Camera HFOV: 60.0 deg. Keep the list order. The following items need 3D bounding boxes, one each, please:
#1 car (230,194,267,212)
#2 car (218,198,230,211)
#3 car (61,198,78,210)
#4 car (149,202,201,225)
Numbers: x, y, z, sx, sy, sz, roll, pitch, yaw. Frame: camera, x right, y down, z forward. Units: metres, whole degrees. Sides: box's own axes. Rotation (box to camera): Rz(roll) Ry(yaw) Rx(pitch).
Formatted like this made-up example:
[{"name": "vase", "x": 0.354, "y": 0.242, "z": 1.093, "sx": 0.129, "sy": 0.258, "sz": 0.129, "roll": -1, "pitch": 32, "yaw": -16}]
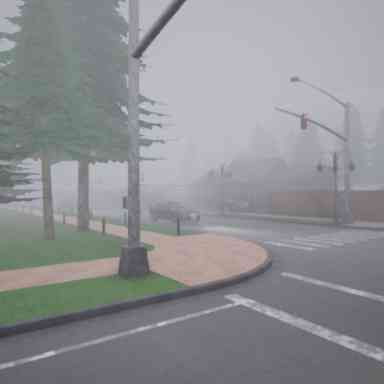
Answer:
[{"name": "car", "x": 6.658, "y": 1.134, "z": 35.116, "sx": 4.605, "sy": 1.855, "sz": 1.932, "roll": 0, "pitch": 0, "yaw": -37}, {"name": "car", "x": 4.836, "y": 1.136, "z": 36.892, "sx": 3.866, "sy": 1.878, "sz": 1.905, "roll": 0, "pitch": 0, "yaw": -37}, {"name": "car", "x": -15.233, "y": 1.467, "z": 42.614, "sx": 2.128, "sy": 1.511, "sz": 4.902, "roll": 0, "pitch": 0, "yaw": -38}, {"name": "car", "x": -1.319, "y": 1.465, "z": 24.180, "sx": 2.128, "sy": 1.511, "sz": 4.902, "roll": 0, "pitch": 0, "yaw": -37}]
